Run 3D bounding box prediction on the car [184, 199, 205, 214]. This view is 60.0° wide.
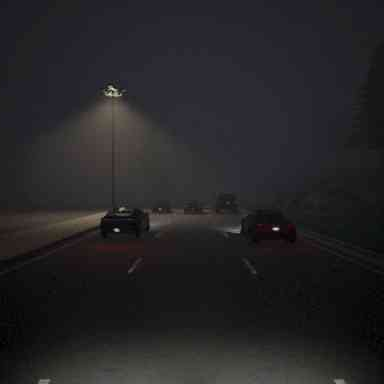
[{"bbox_3d":[0.138,1.526,35.291,1.812,1.442,4.674,0,0,1],"label":"car"}]

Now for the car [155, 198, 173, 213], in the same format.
[{"bbox_3d":[-3.302,1.504,37.611,1.837,1.490,4.892,0,0,2],"label":"car"}]

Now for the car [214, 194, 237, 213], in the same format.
[{"bbox_3d":[3.650,1.221,36.387,2.150,2.045,5.566,0,0,1],"label":"car"}]

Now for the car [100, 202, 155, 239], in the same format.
[{"bbox_3d":[-3.399,1.491,17.455,2.128,1.511,4.902,0,0,0],"label":"car"}]

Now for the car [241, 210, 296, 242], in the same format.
[{"bbox_3d":[3.600,1.564,16.281,1.994,1.385,4.181,0,0,0],"label":"car"}]

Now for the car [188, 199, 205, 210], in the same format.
[{"bbox_3d":[0.625,1.601,44.449,1.895,1.301,4.718,0,0,6],"label":"car"}]
